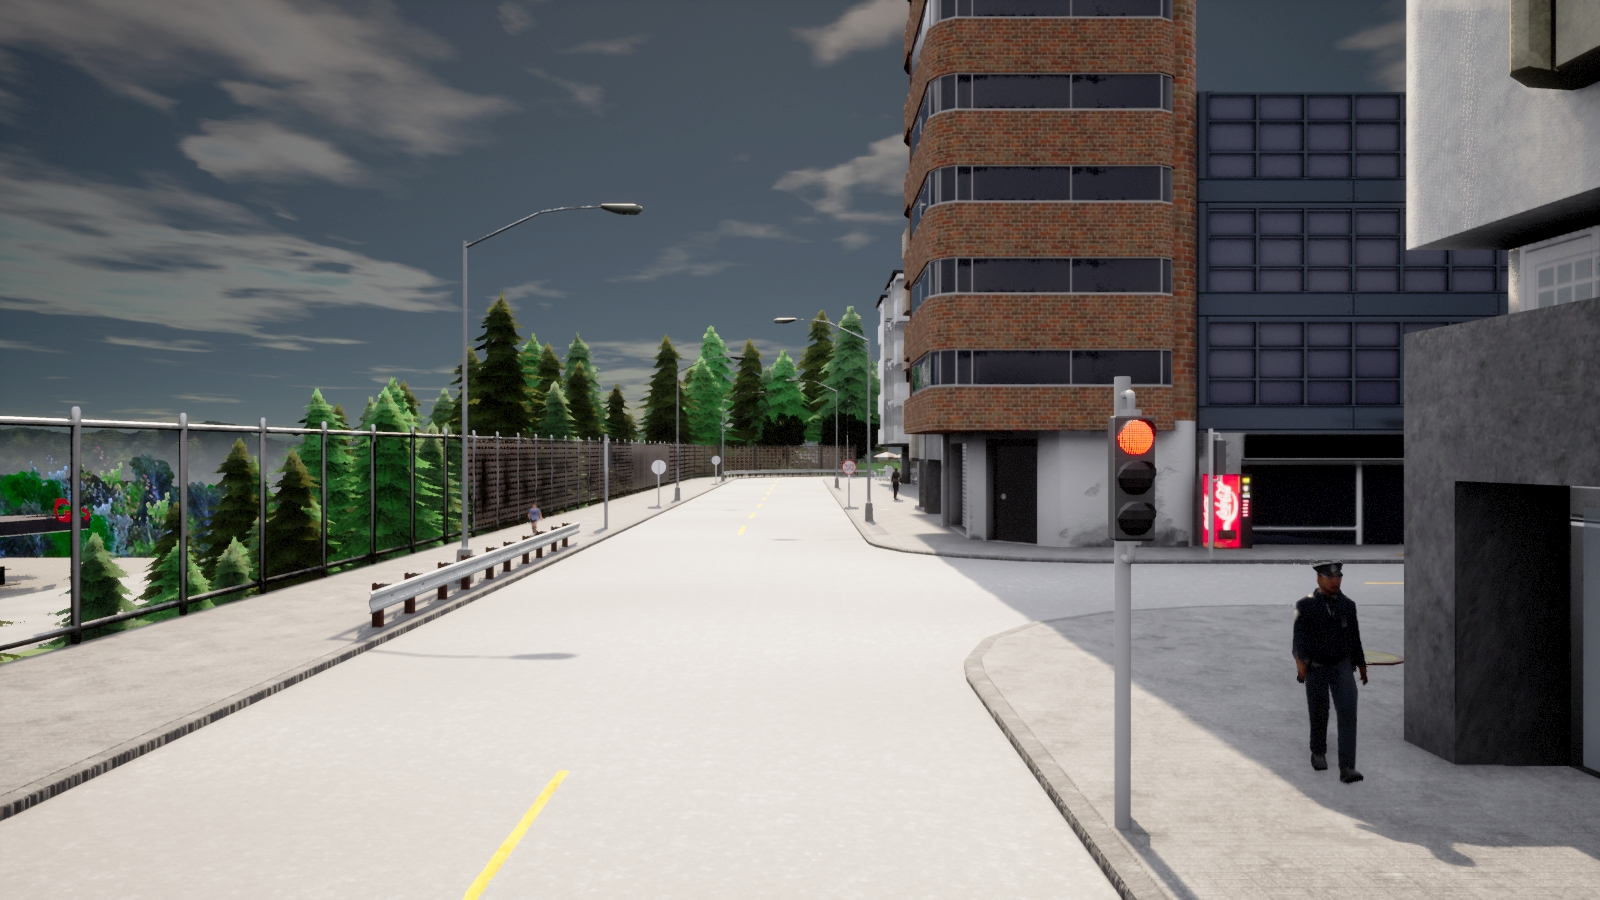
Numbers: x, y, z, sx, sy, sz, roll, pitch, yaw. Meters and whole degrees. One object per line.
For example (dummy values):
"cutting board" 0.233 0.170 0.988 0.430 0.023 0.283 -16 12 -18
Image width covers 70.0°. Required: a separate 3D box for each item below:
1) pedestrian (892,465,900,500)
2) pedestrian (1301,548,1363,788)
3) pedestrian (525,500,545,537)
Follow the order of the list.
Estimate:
"pedestrian" 5.107 1.720 60.809 0.375 1.860 0.375 0 0 3
"pedestrian" 4.306 1.743 9.263 0.375 1.860 0.375 0 0 12
"pedestrian" -8.162 2.111 35.147 0.500 1.100 0.500 0 0 0
